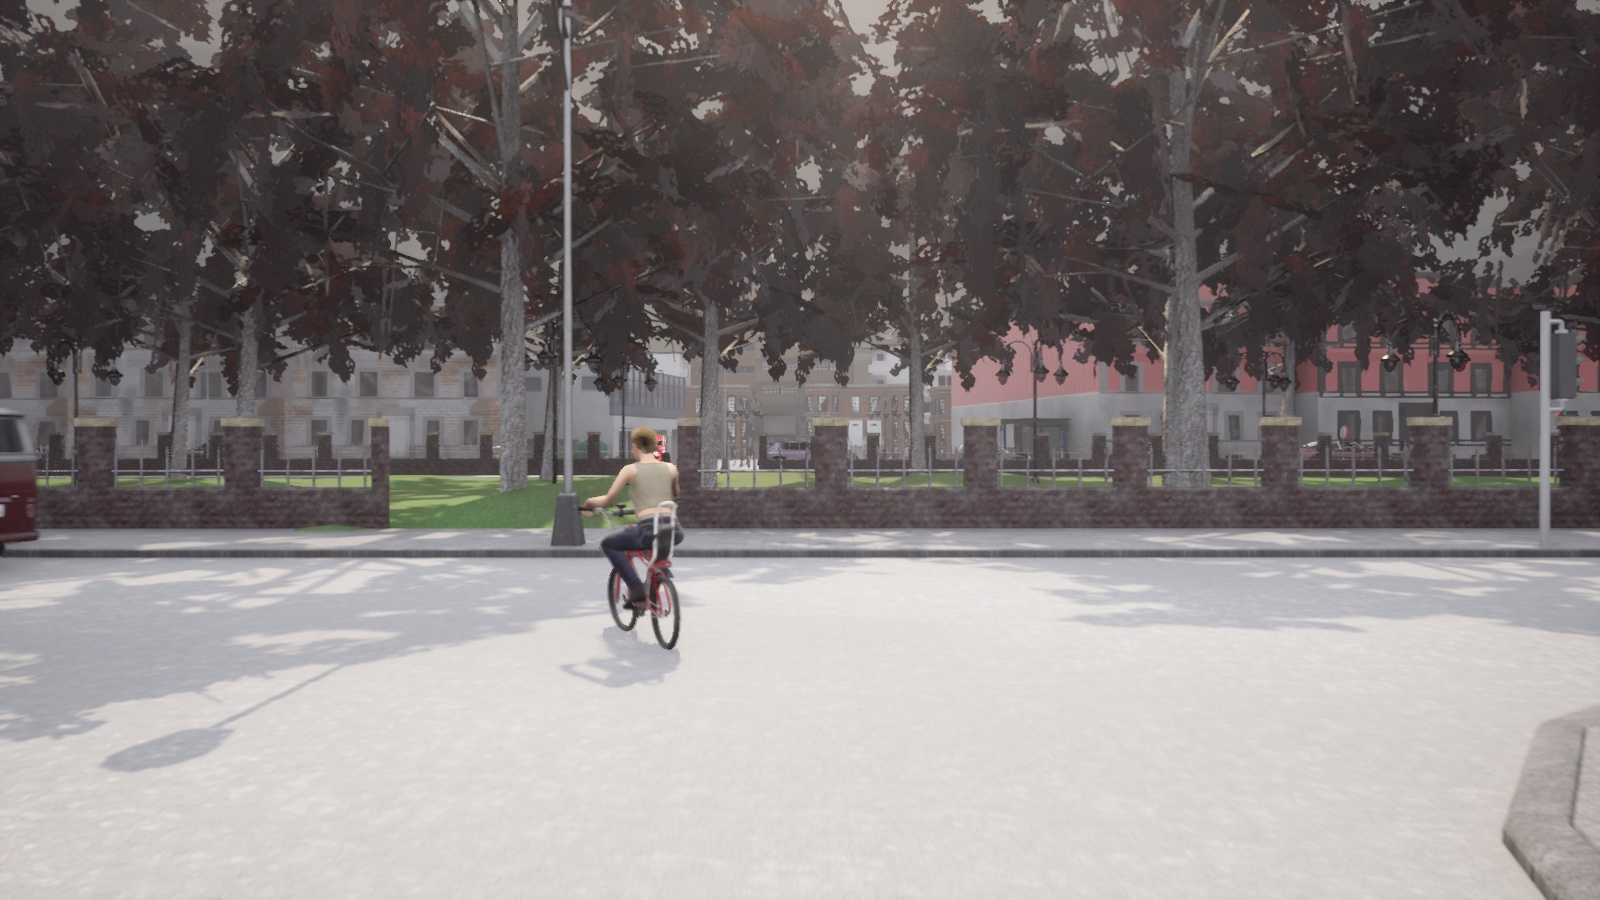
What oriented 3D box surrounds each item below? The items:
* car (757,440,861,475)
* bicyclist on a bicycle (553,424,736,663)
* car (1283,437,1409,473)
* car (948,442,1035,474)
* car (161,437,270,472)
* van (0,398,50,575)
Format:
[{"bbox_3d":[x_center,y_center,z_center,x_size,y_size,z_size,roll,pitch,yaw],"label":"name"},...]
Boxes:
[{"bbox_3d":[0.410,0.341,59.501,4.856,1.649,2.033,0,0,0],"label":"car"},{"bbox_3d":[-1.199,0.629,9.408,0.866,1.612,1.509,-2,1,-27],"label":"bicyclist on a bicycle"},{"bbox_3d":[25.763,0.211,59.390,5.027,1.651,2.152,0,0,1],"label":"car"},{"bbox_3d":[9.032,0.384,59.460,3.806,1.475,1.970,0,0,0],"label":"car"},{"bbox_3d":[-29.551,0.222,63.626,4.553,1.767,2.097,0,0,0],"label":"car"},{"bbox_3d":[-11.215,0.410,14.226,4.442,1.987,1.775,0,0,4],"label":"van"}]
